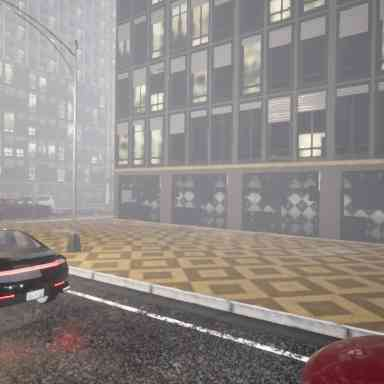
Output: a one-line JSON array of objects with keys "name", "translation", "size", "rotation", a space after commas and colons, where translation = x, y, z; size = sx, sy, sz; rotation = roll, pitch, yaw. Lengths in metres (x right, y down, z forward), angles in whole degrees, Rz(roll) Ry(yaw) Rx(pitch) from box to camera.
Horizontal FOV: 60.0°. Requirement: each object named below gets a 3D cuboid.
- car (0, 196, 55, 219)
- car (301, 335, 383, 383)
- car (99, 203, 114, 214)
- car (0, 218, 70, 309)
[{"name": "car", "translation": [-15.554, 1.519, 30.467], "size": [2.192, 1.841, 5.009], "rotation": [1, 0, 36]}, {"name": "car", "translation": [2.912, 1.526, 1.619], "size": [4.674, 1.442, 1.812], "rotation": [0, 0, 35]}, {"name": "car", "translation": [-8.773, 1.830, 39.691], "size": [1.752, 1.417, 4.829], "rotation": [1, 0, 36]}, {"name": "car", "translation": [-4.575, 1.488, 6.920], "size": [4.902, 1.511, 2.128], "rotation": [0, 0, 35]}]
